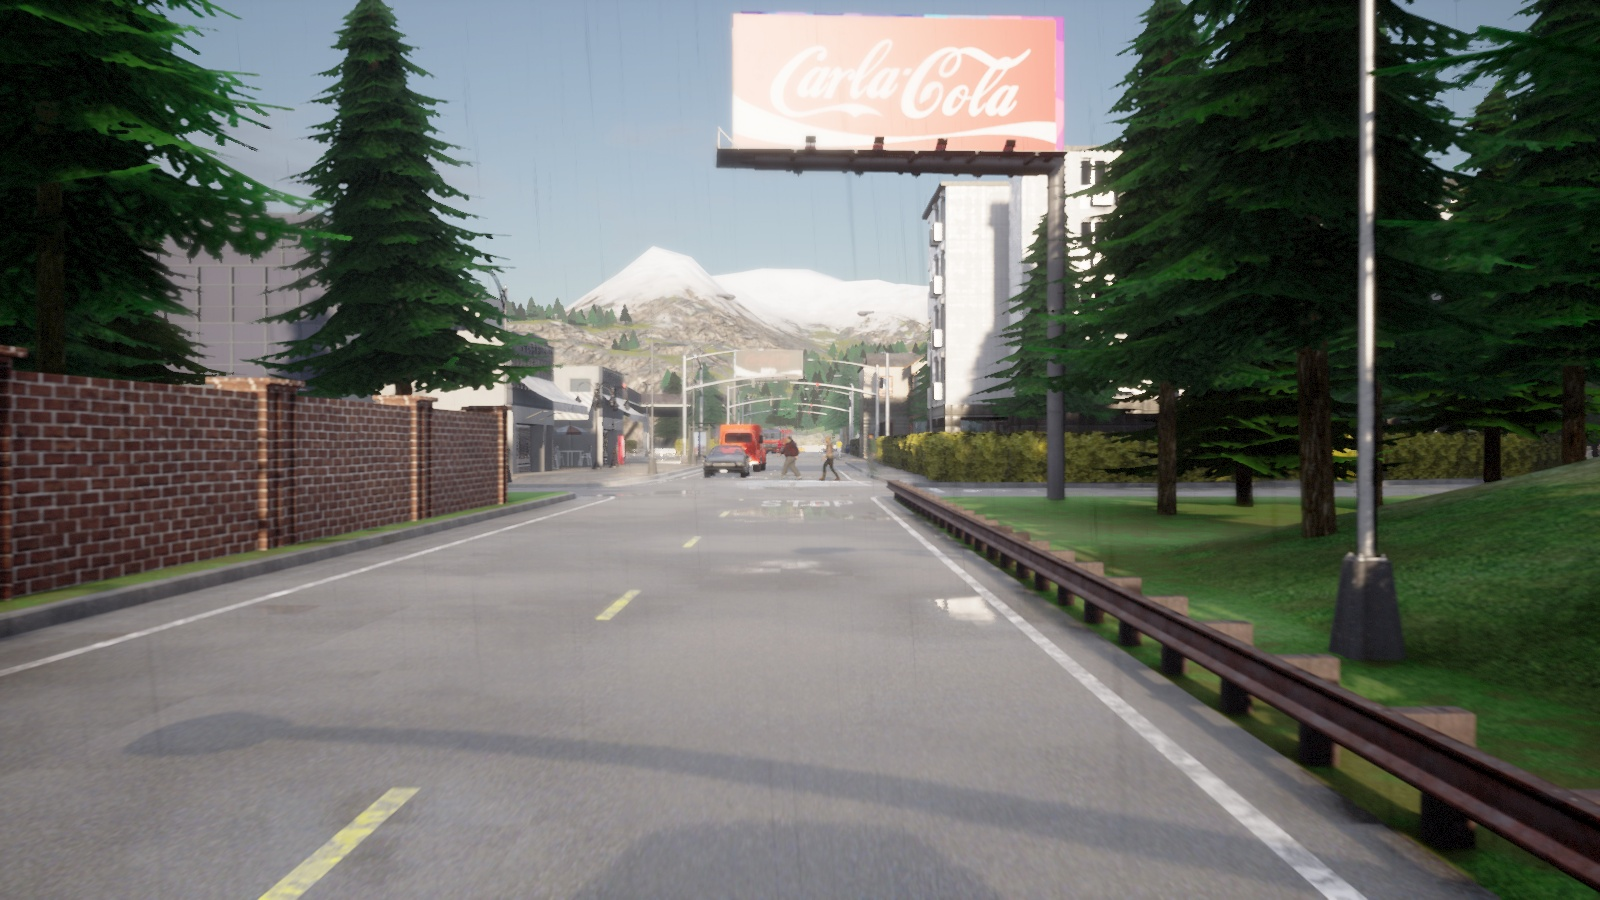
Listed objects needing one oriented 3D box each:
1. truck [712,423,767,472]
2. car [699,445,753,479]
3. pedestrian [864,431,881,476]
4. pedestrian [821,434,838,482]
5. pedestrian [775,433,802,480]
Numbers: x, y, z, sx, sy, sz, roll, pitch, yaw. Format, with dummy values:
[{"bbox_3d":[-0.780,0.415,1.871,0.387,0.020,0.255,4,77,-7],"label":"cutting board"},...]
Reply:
[{"bbox_3d":[-3.110,-0.110,65.961,2.627,2.467,5.204,0,0,0],"label":"truck"},{"bbox_3d":[-3.172,0.481,55.020,2.033,1.411,5.357,0,0,0],"label":"car"},{"bbox_3d":[2.992,0.157,51.840,0.614,1.847,0.353,0,0,-21],"label":"pedestrian"},{"bbox_3d":[1.148,0.308,49.002,0.634,1.846,0.331,0,0,2],"label":"pedestrian"},{"bbox_3d":[-0.451,0.258,50.568,0.899,1.844,0.634,0,0,-24],"label":"pedestrian"}]
